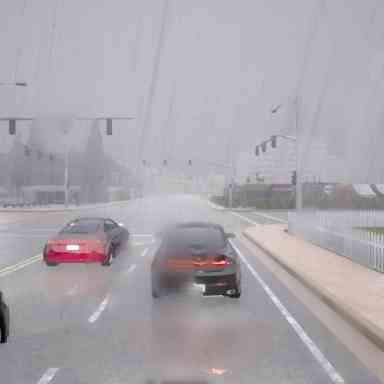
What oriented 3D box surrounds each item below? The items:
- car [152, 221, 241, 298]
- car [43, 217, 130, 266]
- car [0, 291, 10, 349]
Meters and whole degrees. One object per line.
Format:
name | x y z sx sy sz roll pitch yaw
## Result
car | 0.088 1.505 8.478 1.837 1.490 4.892 0 0 0
car | -3.416 1.564 11.517 1.994 1.385 4.181 0 0 0
car | -3.408 1.492 2.609 2.128 1.511 4.902 0 0 0
